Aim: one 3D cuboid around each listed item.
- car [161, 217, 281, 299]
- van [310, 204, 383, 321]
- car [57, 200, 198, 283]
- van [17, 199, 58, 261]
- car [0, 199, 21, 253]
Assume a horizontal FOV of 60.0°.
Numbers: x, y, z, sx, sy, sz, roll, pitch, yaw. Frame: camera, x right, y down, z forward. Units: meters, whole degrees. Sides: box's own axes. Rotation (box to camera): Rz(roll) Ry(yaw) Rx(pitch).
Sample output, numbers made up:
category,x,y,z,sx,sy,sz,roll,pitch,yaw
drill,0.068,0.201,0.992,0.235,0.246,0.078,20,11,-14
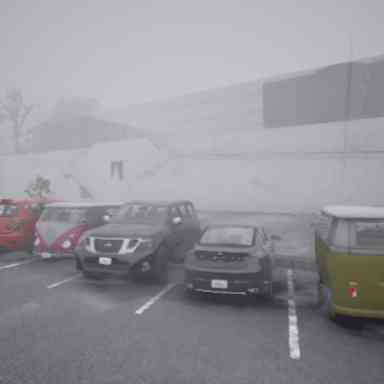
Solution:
category,x,y,z,sx,sy,sz,roll,pitch,yaw
car,1.159,1.517,8.646,2.231,1.521,4.892,0,-1,15
van,3.620,1.272,7.036,1.878,1.987,4.442,0,-1,15
car,-1.269,1.285,10.357,2.435,2.045,5.566,0,-1,15
van,-3.722,1.329,12.003,1.878,1.987,4.442,0,-1,15
car,-6.122,1.325,13.879,2.435,2.045,5.566,0,-1,15
